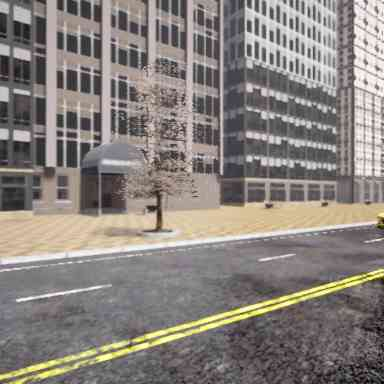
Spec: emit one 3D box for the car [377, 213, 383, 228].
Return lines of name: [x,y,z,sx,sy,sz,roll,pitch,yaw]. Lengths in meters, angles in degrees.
car: [14.546,1.669,22.795,5.008,1.535,1.882,1,0,-38]
